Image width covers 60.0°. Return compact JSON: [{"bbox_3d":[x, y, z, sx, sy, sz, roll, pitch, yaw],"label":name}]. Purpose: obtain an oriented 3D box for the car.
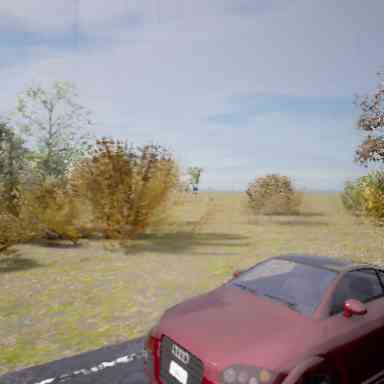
[{"bbox_3d":[1.511,1.569,4.352,4.181,1.385,1.994,0,0,-35],"label":"car"}]
